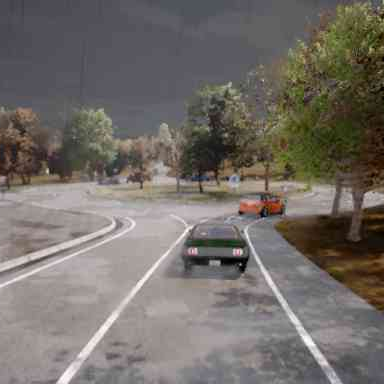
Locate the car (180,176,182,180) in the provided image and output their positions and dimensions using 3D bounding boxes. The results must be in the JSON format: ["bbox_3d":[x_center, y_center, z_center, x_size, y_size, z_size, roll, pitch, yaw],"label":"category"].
[{"bbox_3d":[-0.542,-3.336,73.371,4.902,1.511,2.128,4,7,41],"label":"car"}]

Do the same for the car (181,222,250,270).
[{"bbox_3d":[0.789,1.650,11.207,1.895,1.301,4.718,1,0,4],"label":"car"}]

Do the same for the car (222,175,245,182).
[{"bbox_3d":[8.498,-2.811,68.412,4.718,1.301,1.895,2,6,20],"label":"car"}]

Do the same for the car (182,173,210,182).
[{"bbox_3d":[1.039,-2.748,66.394,5.008,1.535,1.882,0,5,-1],"label":"car"}]

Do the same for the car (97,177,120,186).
[{"bbox_3d":[-14.328,-1.813,57.087,1.994,1.385,4.181,3,6,30],"label":"car"}]

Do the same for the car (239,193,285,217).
[{"bbox_3d":[5.556,0.899,25.738,2.097,1.767,4.553,4,3,39],"label":"car"}]
